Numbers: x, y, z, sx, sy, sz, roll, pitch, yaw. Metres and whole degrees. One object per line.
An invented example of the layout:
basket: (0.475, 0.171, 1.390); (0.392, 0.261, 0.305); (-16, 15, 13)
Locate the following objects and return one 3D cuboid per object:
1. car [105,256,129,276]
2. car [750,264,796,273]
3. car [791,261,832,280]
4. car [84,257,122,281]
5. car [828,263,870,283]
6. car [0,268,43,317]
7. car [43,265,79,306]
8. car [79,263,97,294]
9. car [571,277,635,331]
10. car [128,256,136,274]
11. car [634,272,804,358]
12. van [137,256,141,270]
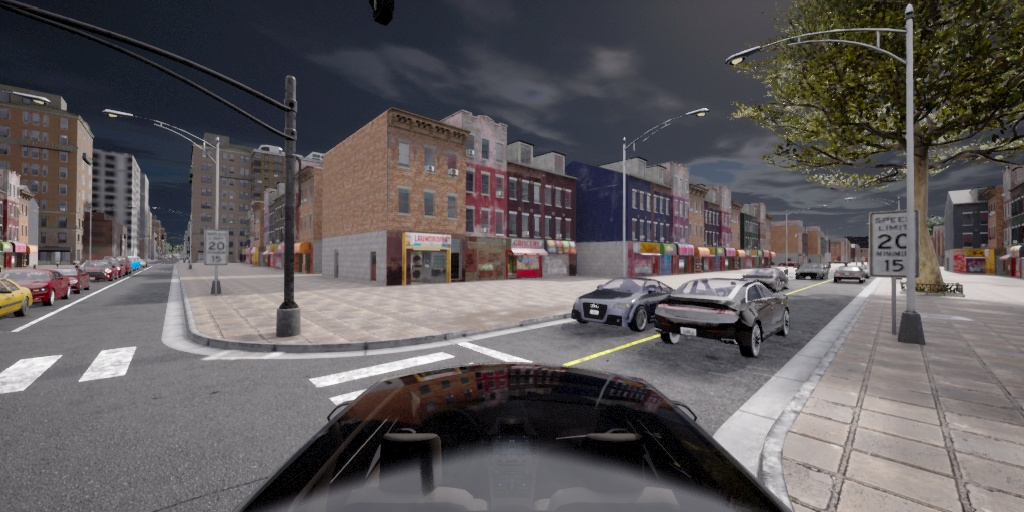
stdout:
car: (-34.454, 1.037, 30.514); (1.967, 1.591, 4.097); (0, 0, -43)
car: (16.063, 1.461, 22.718); (5.357, 1.411, 2.033); (0, -1, -43)
car: (29.089, 1.446, 34.765); (4.553, 1.767, 2.097); (1, -1, -43)
car: (-30.620, 1.046, 26.425); (1.967, 1.591, 4.097); (0, 0, -43)
car: (29.308, 1.551, 31.117); (5.357, 1.411, 2.033); (1, -1, -43)
car: (-15.167, 1.184, 9.947); (1.751, 1.417, 4.829); (0, 0, -43)
car: (-19.117, 1.189, 14.159); (1.888, 1.381, 4.507); (0, 0, -43)
car: (-22.951, 1.211, 18.248); (1.802, 1.307, 4.207); (0, 0, -43)
car: (3.709, 1.368, 11.170); (4.181, 1.385, 1.994); (1, -1, -43)
car: (-38.288, 0.903, 34.603); (2.192, 1.841, 5.009); (0, 0, -43)
car: (5.234, 1.283, 8.695); (4.902, 1.511, 2.128); (1, -1, -43)
van: (-45.957, 0.914, 42.780); (1.690, 1.789, 3.998); (0, 0, -43)
